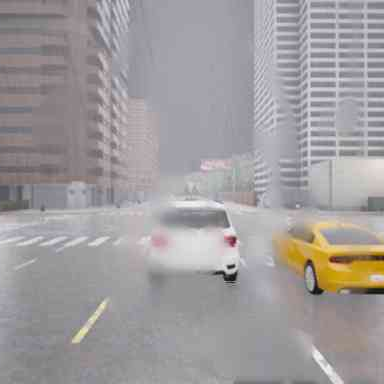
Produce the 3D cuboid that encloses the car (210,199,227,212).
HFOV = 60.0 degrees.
[{"bbox_3d":[3.309,1.732,42.888,1.812,1.442,4.674,0,0,-1],"label":"car"}]

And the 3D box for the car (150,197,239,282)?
[{"bbox_3d":[0.019,1.273,10.026,2.150,2.045,5.566,0,0,-1],"label":"car"}]

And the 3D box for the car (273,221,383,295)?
[{"bbox_3d":[3.558,1.521,8.889,1.882,1.535,5.008,0,0,0],"label":"car"}]

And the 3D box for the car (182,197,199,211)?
[{"bbox_3d":[-0.200,1.563,43.982,2.097,1.767,4.553,0,0,0],"label":"car"}]
